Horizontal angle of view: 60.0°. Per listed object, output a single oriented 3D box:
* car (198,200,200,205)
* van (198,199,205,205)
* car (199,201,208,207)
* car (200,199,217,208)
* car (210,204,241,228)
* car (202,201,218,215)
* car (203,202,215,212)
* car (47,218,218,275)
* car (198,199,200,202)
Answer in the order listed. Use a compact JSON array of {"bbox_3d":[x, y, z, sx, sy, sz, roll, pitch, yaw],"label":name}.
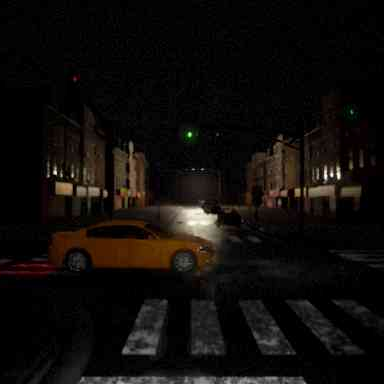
[{"bbox_3d":[2.642,2.493,63.216,1.802,1.307,4.206,0,-1,0],"label":"car"},{"bbox_3d":[2.642,2.700,90.404,1.690,1.788,3.998,0,-1,0],"label":"van"},{"bbox_3d":[2.641,2.742,79.526,1.947,1.339,4.313,0,-1,0],"label":"car"},{"bbox_3d":[2.645,1.973,46.909,2.192,1.841,5.009,1,-1,0],"label":"car"},{"bbox_3d":[2.644,1.886,25.159,1.887,1.381,4.507,1,-1,0],"label":"car"},{"bbox_3d":[2.643,2.122,41.469,1.887,1.381,4.507,1,-1,0],"label":"car"},{"bbox_3d":[2.642,2.323,52.342,1.802,1.307,4.206,0,-1,0],"label":"car"},{"bbox_3d":[-1.847,1.633,10.435,5.008,1.535,1.882,0,-1,0],"label":"car"},{"bbox_3d":[2.642,2.549,68.653,2.008,1.369,4.403,0,-1,0],"label":"car"}]
